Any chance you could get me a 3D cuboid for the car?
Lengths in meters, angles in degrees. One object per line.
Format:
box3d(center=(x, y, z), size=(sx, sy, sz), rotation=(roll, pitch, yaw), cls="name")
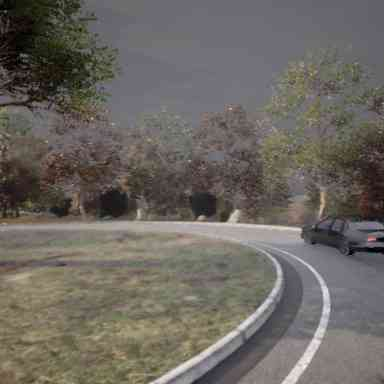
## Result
box3d(center=(6.446, 1.725, 13.869), size=(2.033, 1.411, 5.357), rotation=(-1, -1, -6), cls="car")
